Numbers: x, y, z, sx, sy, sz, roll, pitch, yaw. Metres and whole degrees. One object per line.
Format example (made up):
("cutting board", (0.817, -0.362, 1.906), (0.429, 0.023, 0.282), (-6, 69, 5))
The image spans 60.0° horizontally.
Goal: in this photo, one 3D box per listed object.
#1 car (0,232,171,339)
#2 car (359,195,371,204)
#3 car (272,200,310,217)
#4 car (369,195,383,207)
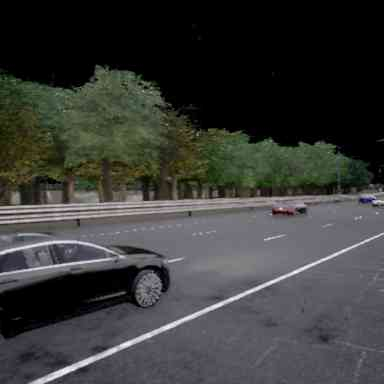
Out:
("car", (-2.463, 1.442, 5.724), (2.128, 1.511, 4.902), (0, 1, 42))
("car", (28.088, 1.188, 53.110), (1.882, 1.535, 5.008), (0, 0, 38))
("car", (8.674, 1.360, 29.051), (1.994, 1.385, 4.181), (0, 0, 40))
("car", (24.750, 1.347, 43.068), (1.895, 1.301, 4.718), (0, 0, 38))
